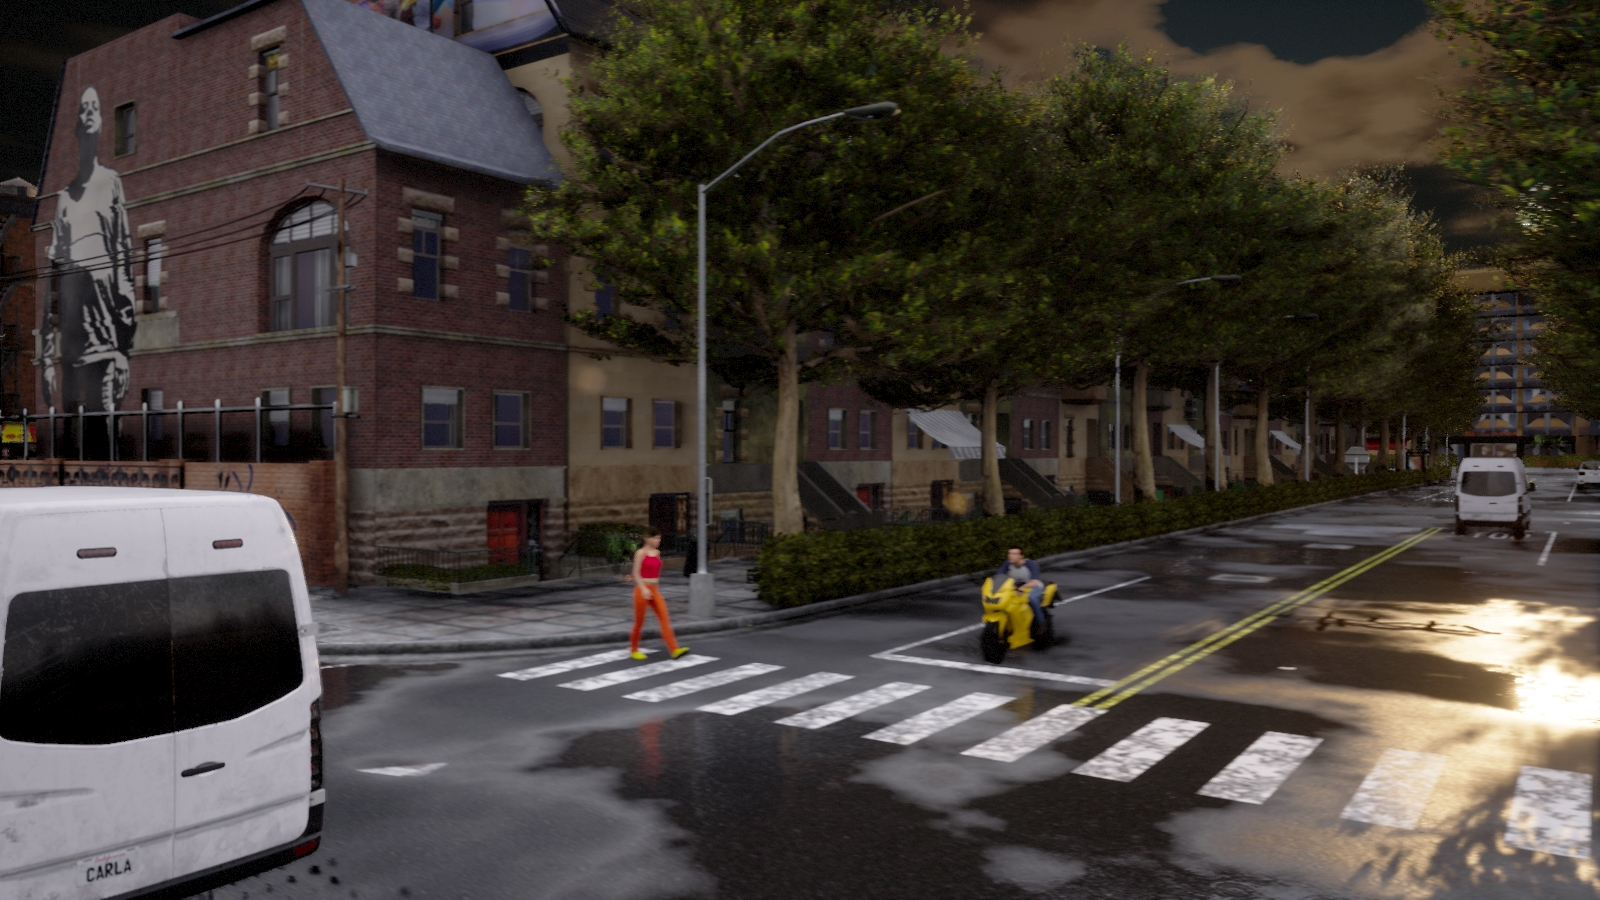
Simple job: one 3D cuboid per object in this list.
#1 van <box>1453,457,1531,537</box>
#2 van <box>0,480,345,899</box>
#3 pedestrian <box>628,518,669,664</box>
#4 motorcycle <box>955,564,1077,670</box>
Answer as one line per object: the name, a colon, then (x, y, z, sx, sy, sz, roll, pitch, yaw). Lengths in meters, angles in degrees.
van: (24.257, 1.535, 39.928, 1.988, 2.561, 5.915, 0, 0, 35)
van: (-5.761, 1.534, 7.829, 5.915, 2.561, 1.988, 0, 0, 35)
pedestrian: (-1.997, 1.849, 15.082, 0.375, 1.860, 0.375, 0, 0, 39)
motorcycle: (2.957, 2.214, 15.445, 0.803, 1.145, 2.033, 0, -1, 37)
